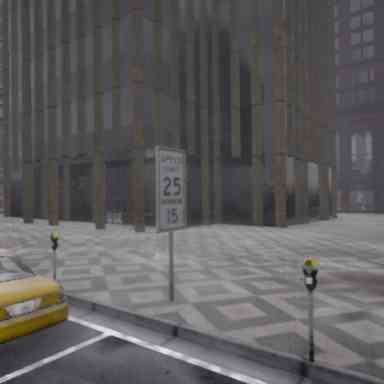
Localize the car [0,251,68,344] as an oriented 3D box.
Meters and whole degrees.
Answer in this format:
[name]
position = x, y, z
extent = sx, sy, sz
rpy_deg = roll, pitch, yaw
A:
[car]
position = -4.205, 1.594, 5.967
extent = 4.829, 1.417, 1.752
rpy_deg = -1, -1, 35
